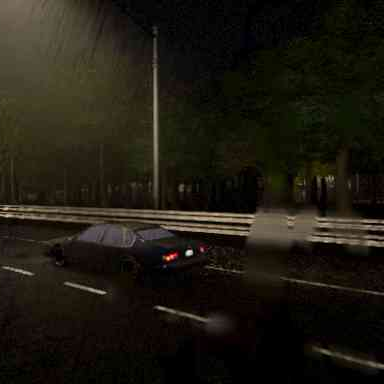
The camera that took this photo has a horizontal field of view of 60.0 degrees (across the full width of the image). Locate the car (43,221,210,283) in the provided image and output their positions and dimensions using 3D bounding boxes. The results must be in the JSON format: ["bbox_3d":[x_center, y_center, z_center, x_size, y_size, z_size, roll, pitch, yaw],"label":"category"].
[{"bbox_3d":[-2.112,1.561,9.678,5.357,1.411,2.033,0,0,36],"label":"car"}]
